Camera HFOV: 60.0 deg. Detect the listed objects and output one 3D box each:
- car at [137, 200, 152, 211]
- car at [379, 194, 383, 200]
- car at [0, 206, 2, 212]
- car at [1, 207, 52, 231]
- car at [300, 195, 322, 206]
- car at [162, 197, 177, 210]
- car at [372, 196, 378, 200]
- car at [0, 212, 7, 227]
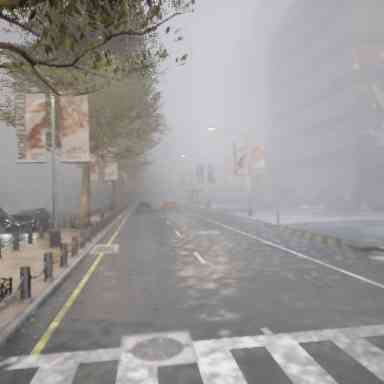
[{"bbox_3d":[-6.907,1.868,48.270,1.837,1.490,4.892,-1,0,-8],"label":"car"},{"bbox_3d":[22.305,0.906,34.502,2.002,1.452,4.674,-1,0,-9],"label":"car"},{"bbox_3d":[-15.056,1.819,23.983,2.097,1.767,4.553,-1,0,-8],"label":"car"},{"bbox_3d":[-11.494,1.883,23.821,1.837,1.490,4.892,-1,0,-8],"label":"car"},{"bbox_3d":[16.422,1.190,45.951,2.161,1.482,4.786,-1,0,-9],"label":"car"},{"bbox_3d":[-3.268,1.747,47.730,1.882,1.535,5.008,-1,0,-8],"label":"car"},{"bbox_3d":[27.953,0.960,47.266,1.895,1.301,4.718,-1,0,-9],"label":"car"},{"bbox_3d":[-10.043,1.851,13.890,2.033,1.411,5.357,-1,0,-8],"label":"car"}]
